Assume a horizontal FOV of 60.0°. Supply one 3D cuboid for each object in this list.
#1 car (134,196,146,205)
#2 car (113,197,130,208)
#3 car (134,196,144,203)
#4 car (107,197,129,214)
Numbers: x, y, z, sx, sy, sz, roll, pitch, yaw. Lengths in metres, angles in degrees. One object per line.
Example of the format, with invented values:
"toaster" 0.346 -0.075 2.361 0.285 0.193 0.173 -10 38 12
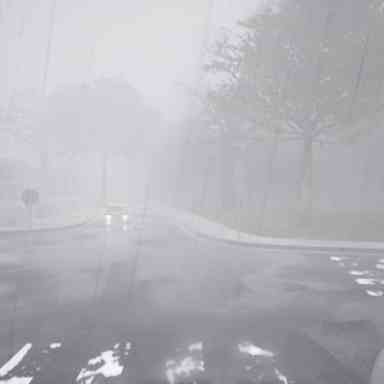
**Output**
"car" -8.997 1.471 57.888 2.128 1.511 4.902 0 0 -10
"car" -9.912 1.428 47.047 2.128 1.511 4.902 0 0 -10
"car" -10.866 1.563 68.170 1.895 1.301 4.718 0 0 -10
"car" -7.570 1.391 34.115 1.882 1.535 5.008 0 0 -10
